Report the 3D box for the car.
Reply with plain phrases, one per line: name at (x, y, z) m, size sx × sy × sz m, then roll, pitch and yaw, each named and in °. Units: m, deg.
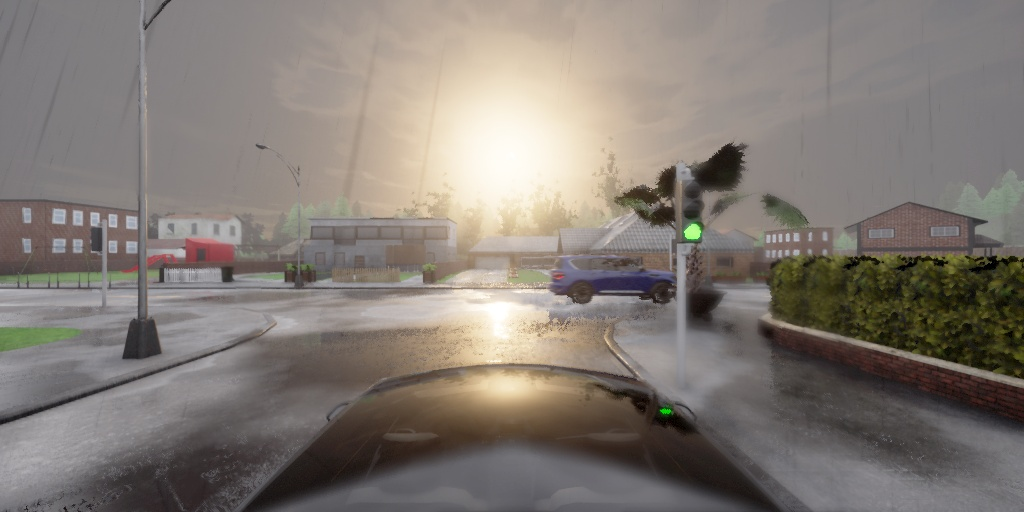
car at (4.349, 0.973, 15.525) m, size 5.566 × 2.045 × 2.150 m, roll 0°, pitch 0°, yaw 0°
